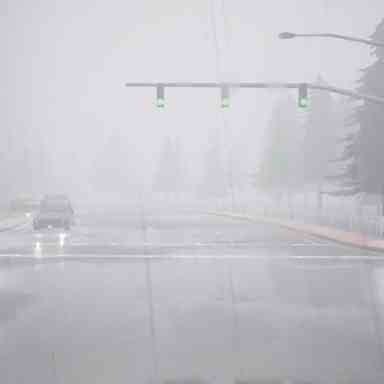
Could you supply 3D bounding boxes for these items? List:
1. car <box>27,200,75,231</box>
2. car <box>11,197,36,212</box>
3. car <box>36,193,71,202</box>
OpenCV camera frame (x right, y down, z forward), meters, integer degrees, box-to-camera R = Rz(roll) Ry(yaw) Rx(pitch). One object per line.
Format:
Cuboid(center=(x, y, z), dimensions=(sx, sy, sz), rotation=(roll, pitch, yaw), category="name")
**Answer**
Cuboid(center=(-8.272, 1.473, 20.418), dimensions=(2.033, 1.411, 5.357), rotation=(0, 0, -14), category="car")
Cuboid(center=(-18.753, 1.373, 37.740), dimensions=(5.008, 1.535, 1.882), rotation=(0, 0, 41), category="car")
Cuboid(center=(-12.330, 1.133, 30.065), dimensions=(2.150, 2.045, 5.566), rotation=(0, 0, -32), category="car")
